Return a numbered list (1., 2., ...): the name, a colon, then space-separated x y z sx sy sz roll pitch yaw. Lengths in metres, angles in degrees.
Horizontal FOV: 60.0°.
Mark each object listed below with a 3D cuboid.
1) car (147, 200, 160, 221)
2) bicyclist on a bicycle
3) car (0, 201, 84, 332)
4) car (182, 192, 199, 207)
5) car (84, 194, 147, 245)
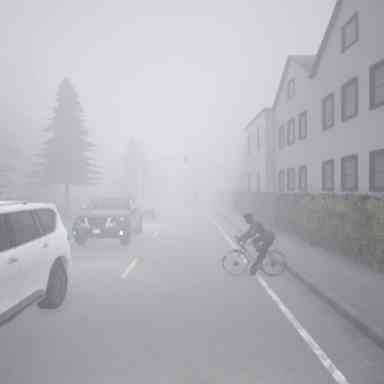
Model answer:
1. car: -3.662 1.354 26.224 1.882 1.535 5.008 0 0 0
2. bicyclist on a bicycle: 1.605 1.368 8.526 1.656 1.620 0.582 0 0 0
3. car: -3.611 1.199 4.865 2.150 2.045 5.566 0 0 0
4. car: -0.168 0.994 46.871 2.150 2.045 5.566 0 0 -3
5. car: -3.673 1.146 15.527 2.150 2.045 5.566 0 0 0
